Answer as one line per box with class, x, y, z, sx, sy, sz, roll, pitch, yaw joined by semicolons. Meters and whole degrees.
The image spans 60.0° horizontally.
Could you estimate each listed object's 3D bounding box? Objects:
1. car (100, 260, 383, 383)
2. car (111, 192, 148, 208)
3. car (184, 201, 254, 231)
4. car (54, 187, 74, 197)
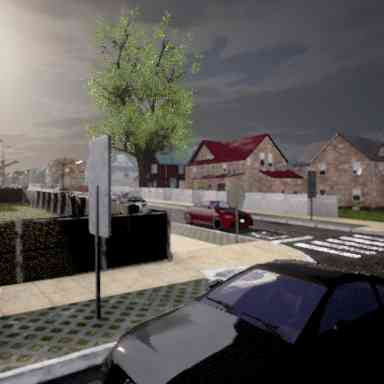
car;1.141;1.563;3.767;4.181;1.385;1.994;0;0;-36
car;-5.383;0.742;27.413;2.128;1.511;4.902;0;2;-35
car;1.322;1.170;17.839;1.994;1.385;4.181;0;2;-35
car;-17.121;0.140;44.298;1.837;1.490;4.892;0;1;-35
